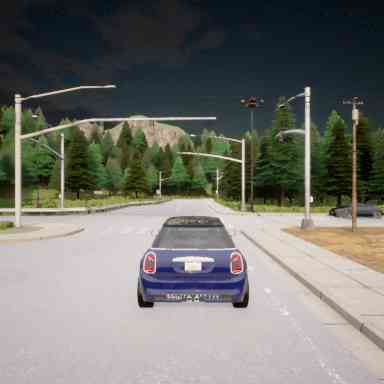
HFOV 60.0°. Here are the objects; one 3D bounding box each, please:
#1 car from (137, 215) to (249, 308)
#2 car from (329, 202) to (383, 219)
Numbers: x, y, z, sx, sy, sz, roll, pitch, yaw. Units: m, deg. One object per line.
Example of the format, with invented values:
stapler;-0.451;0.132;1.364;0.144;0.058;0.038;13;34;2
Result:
car;0.037;1.348;8.090;2.097;1.767;4.553;0;0;0
car;14.132;1.591;28.725;4.181;1.385;1.994;0;0;1
